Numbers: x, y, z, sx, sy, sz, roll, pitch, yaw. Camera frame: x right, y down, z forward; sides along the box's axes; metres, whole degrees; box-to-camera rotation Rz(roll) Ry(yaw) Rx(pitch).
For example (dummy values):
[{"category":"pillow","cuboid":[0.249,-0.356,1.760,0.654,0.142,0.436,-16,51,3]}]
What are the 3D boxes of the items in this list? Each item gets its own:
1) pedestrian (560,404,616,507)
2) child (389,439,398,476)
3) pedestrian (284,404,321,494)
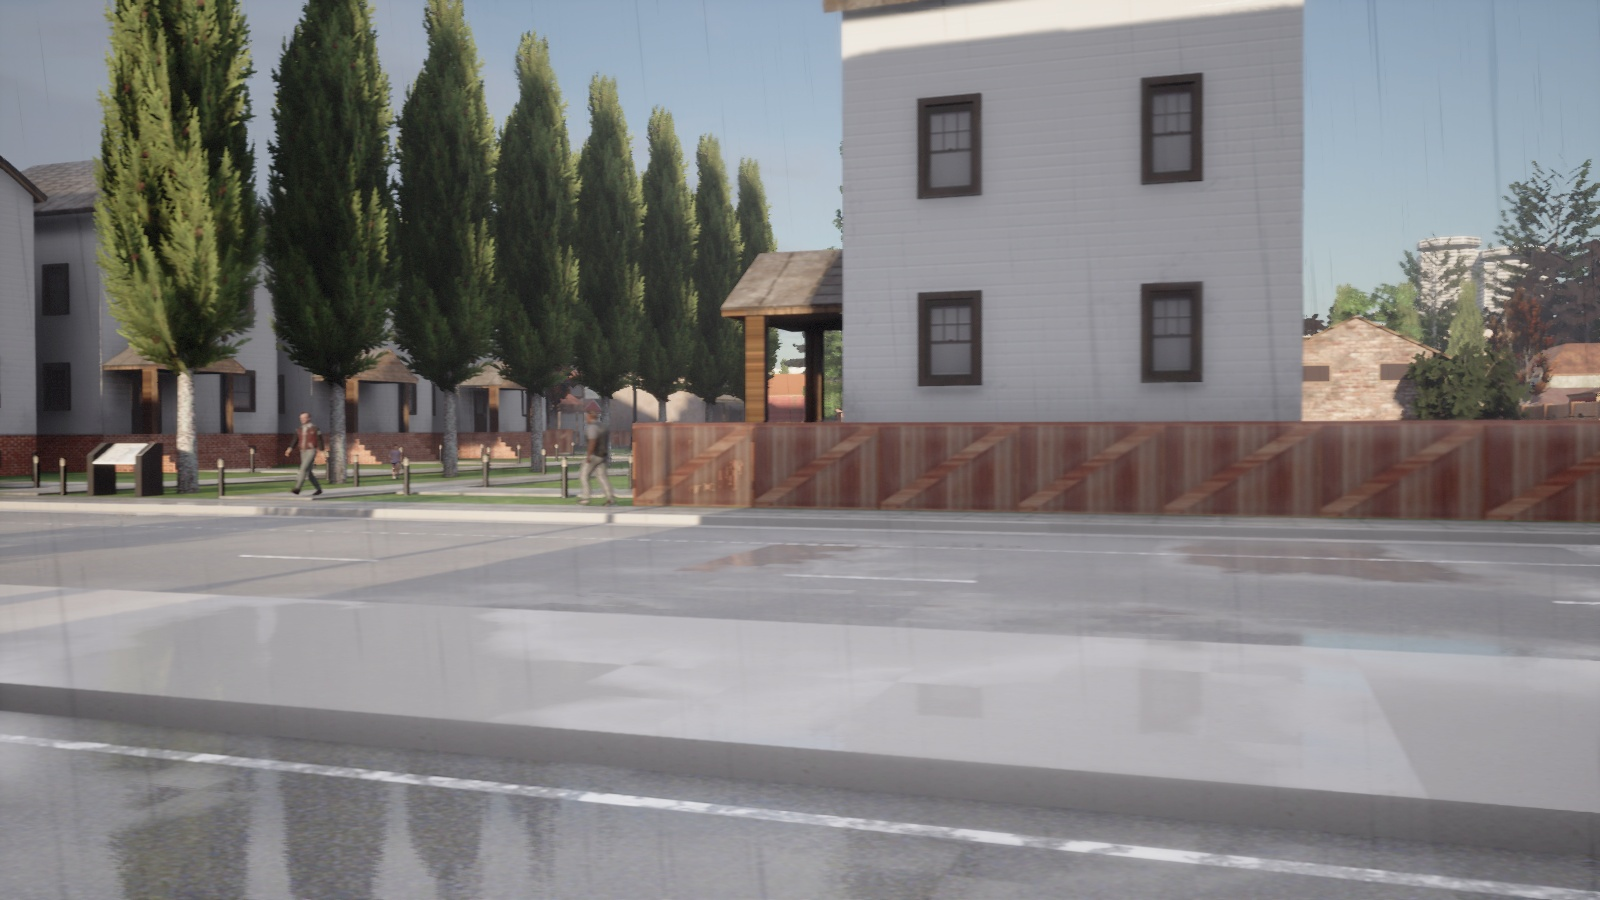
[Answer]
[{"category":"pedestrian","cuboid":[-3.933,0.093,23.326,0.849,1.883,0.563,1,1,24]},{"category":"child","cuboid":[-12.201,0.222,37.679,0.255,1.110,0.394,0,1,-17]},{"category":"pedestrian","cuboid":[-10.452,-0.031,26.399,0.376,1.854,0.720,0,1,16]}]
